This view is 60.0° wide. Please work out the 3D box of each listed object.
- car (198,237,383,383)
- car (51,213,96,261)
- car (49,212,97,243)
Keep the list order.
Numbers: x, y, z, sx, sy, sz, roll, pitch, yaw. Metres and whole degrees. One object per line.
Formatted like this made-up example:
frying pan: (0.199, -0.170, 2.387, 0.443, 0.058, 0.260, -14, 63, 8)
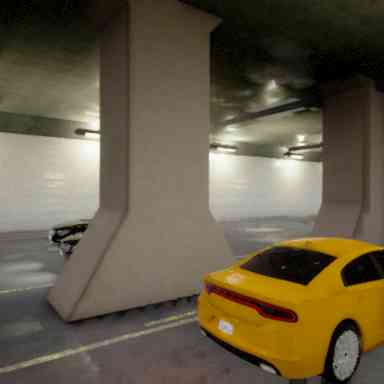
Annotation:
car: (2.428, 1.500, 5.478, 5.008, 1.535, 1.882, 0, 0, -35)
car: (-1.962, 1.547, 11.190, 4.674, 1.442, 1.812, 0, 0, -35)
car: (-3.520, 1.515, 14.379, 4.902, 1.511, 2.128, 0, 0, -35)
